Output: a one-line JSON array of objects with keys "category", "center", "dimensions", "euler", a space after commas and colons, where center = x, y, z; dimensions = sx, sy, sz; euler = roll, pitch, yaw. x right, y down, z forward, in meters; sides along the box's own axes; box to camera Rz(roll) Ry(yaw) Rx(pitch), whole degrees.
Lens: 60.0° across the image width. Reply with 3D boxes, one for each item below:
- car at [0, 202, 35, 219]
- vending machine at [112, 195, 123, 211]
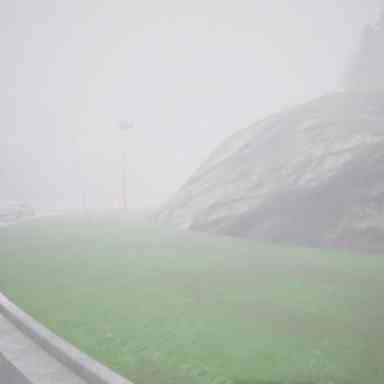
[{"category": "car", "center": [-16.290, 1.678, 30.955], "dimensions": [1.812, 1.442, 4.674], "euler": [0, 0, -3]}, {"category": "vending machine", "center": [-10.176, 1.500, 45.605], "dimensions": [1.100, 2.100, 0.880], "euler": [0, 0, 21]}]
